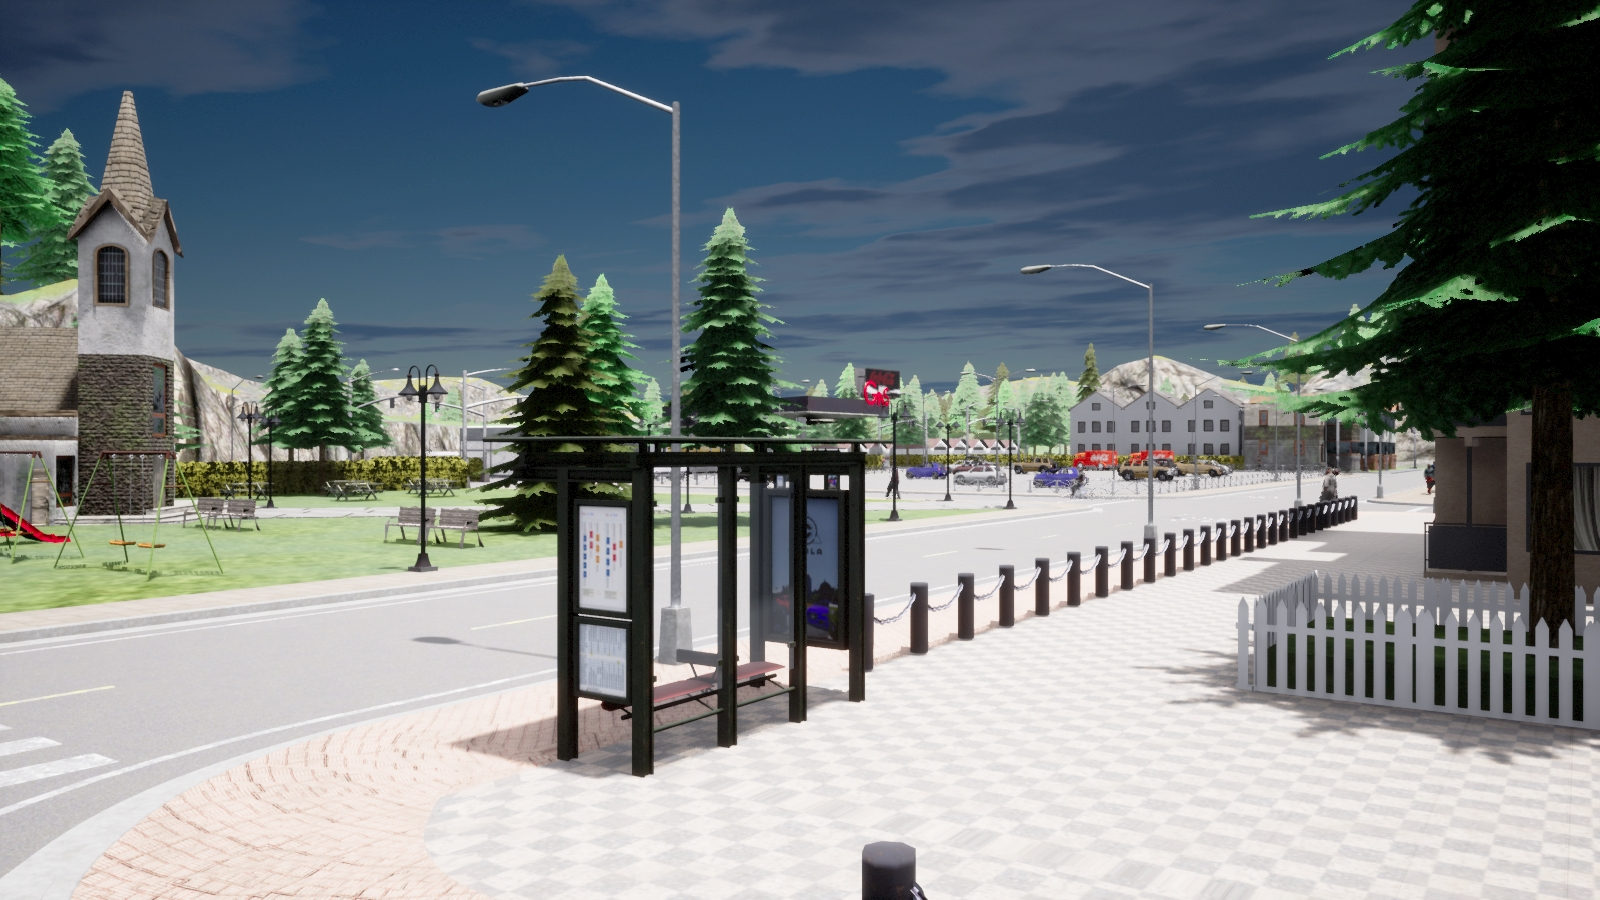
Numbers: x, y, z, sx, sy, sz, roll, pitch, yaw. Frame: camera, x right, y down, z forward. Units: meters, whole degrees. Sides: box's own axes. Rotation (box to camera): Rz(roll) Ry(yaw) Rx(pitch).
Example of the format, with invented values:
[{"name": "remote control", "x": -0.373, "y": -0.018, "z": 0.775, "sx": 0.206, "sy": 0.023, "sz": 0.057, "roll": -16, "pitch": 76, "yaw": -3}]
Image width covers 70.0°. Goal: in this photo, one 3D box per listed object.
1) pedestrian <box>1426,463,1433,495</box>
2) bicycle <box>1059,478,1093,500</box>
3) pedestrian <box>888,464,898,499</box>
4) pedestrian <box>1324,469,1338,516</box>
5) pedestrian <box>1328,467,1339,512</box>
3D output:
[{"name": "pedestrian", "x": 36.569, "y": 1.670, "z": 66.390, "sx": 0.375, "sy": 1.860, "sz": 0.375, "roll": 0, "pitch": 0, "yaw": 30}, {"name": "bicycle", "x": 15.546, "y": 2.190, "z": 64.354, "sx": 1.835, "sy": 1.171, "sz": 0.329, "roll": 0, "pitch": 0, "yaw": 26}, {"name": "pedestrian", "x": 4.951, "y": 1.672, "z": 60.821, "sx": 0.375, "sy": 1.860, "sz": 0.375, "roll": 0, "pitch": 0, "yaw": 39}, {"name": "pedestrian", "x": 20.887, "y": 1.671, "z": 44.944, "sx": 0.375, "sy": 1.860, "sz": 0.375, "roll": 0, "pitch": 0, "yaw": -16}, {"name": "pedestrian", "x": 22.660, "y": 1.674, "z": 48.563, "sx": 0.375, "sy": 1.860, "sz": 0.375, "roll": 0, "pitch": 0, "yaw": 32}]
